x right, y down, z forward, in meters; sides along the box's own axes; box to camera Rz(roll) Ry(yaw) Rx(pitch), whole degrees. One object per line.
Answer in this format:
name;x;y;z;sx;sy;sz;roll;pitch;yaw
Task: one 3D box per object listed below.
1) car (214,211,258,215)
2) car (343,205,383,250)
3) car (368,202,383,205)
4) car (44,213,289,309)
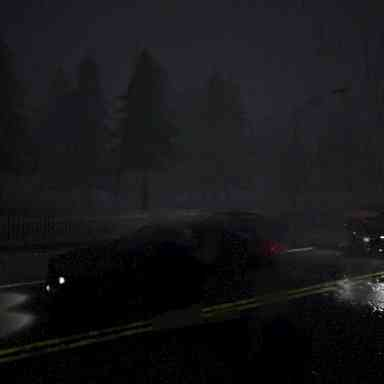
car;1.347;1.422;12.720;4.718;1.301;1.895;0;1;-30
car;8.022;1.369;12.494;4.892;1.490;1.837;0;1;-30
car;10.215;1.280;17.763;5.008;1.535;1.882;0;1;-30
car;-0.431;1.431;7.677;5.357;1.411;2.033;0;1;-30
